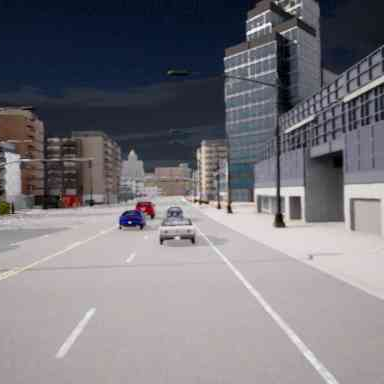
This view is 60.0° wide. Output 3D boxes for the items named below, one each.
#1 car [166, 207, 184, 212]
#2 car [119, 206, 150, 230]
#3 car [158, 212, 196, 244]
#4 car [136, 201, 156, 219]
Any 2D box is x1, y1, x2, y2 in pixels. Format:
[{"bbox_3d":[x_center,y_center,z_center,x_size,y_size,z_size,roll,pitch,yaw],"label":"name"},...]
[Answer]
[{"bbox_3d":[-1.893,2.335,36.750,2.033,1.411,5.357,-1,0,-3],"label":"car"},{"bbox_3d":[-4.891,2.218,27.826,1.882,1.535,5.008,-1,-1,-3],"label":"car"},{"bbox_3d":[-0.851,2.031,18.515,1.895,1.301,4.718,-1,-2,-3],"label":"car"},{"bbox_3d":[-5.596,2.105,39.878,2.150,2.045,5.566,-1,0,-3],"label":"car"}]
